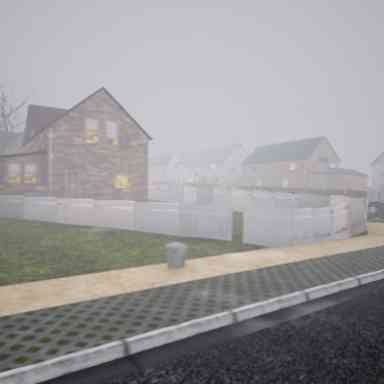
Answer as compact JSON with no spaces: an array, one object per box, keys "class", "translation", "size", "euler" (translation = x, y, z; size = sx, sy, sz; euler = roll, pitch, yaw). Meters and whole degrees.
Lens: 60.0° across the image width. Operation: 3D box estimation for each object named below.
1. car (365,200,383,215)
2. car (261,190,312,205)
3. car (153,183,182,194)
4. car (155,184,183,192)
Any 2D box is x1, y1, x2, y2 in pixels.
[{"class":"car","translation":[14.635,1.012,23.237],"size":[1.837,1.490,4.892],"euler":[2,2,-32]},{"class":"car","translation":[7.964,0.614,27.809],"size":[1.882,1.535,5.008],"euler":[0,3,-34]},{"class":"car","translation":[-3.736,-0.496,50.298],"size":[2.033,1.411,5.357],"euler":[0,2,-34]},{"class":"car","translation":[-2.820,-0.276,43.800],"size":[1.837,1.490,4.892],"euler":[0,3,-34]}]
